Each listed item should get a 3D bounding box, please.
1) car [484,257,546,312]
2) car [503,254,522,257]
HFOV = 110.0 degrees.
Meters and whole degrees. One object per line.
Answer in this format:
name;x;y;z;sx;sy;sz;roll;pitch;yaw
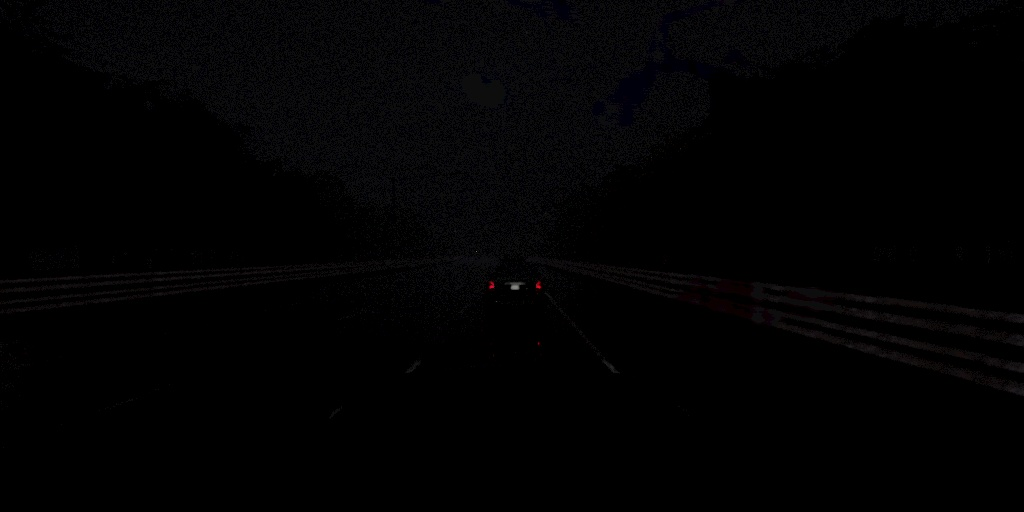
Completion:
car;0.106;1.036;14.022;2.097;1.767;4.553;0;0;0
car;0.037;0.808;32.630;2.150;2.045;5.566;0;0;-1
